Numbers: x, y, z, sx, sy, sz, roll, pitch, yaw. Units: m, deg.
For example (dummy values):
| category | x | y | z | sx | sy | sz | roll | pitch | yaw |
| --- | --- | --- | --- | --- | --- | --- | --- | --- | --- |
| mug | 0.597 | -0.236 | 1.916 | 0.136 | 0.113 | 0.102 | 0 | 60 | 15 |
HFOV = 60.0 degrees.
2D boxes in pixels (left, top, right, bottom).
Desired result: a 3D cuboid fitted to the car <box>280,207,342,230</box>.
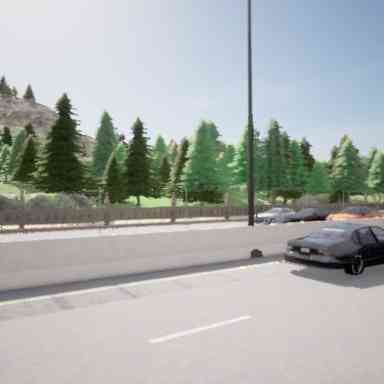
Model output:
| category | x | y | z | sx | sy | sz | roll | pitch | yaw |
| --- | --- | --- | --- | --- | --- | --- | --- | --- | --- |
| car | 9.449 | 1.994 | 26.226 | 5.008 | 1.535 | 1.882 | 0 | -1 | -32 |

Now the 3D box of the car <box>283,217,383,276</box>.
| category | x | y | z | sx | sy | sz | roll | pitch | yaw |
| --- | --- | --- | --- | --- | --- | --- | --- | --- | --- |
| car | 5.437 | 1.761 | 11.067 | 5.357 | 1.411 | 2.033 | 0 | -1 | -32 |

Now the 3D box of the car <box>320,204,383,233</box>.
| category | x | y | z | sx | sy | sz | roll | pitch | yaw |
| --- | --- | --- | --- | --- | --- | --- | --- | --- | --- |
| car | 11.365 | 1.796 | 23.301 | 4.553 | 1.767 | 2.097 | 0 | -1 | -32 |
